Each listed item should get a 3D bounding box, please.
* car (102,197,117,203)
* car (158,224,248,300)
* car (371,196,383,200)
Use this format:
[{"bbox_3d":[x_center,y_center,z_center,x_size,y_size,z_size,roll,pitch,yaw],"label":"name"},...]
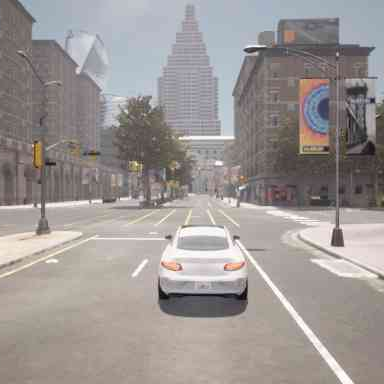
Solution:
[{"bbox_3d":[-16.742,1.595,67.350,1.895,1.301,4.718,0,0,1],"label":"car"},{"bbox_3d":[0.261,1.526,8.285,1.812,1.442,4.674,0,0,2],"label":"car"},{"bbox_3d":[35.971,1.481,67.558,2.231,1.521,4.892,0,0,1],"label":"car"}]
